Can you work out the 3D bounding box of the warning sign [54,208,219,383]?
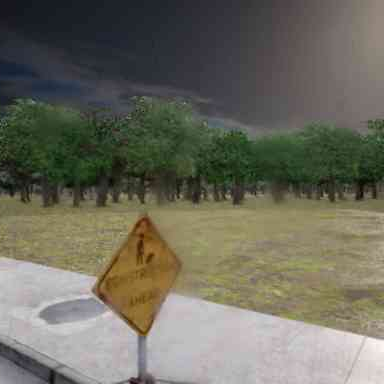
[{"bbox_3d":[-0.521,1.132,3.442,1.060,1.860,1.300,-1,0,36],"label":"warning sign"}]
